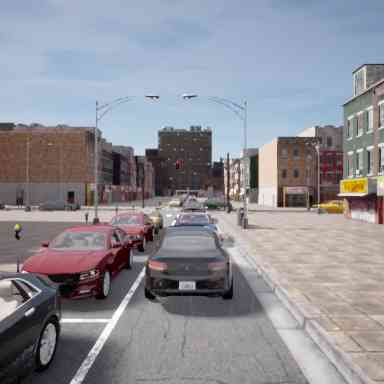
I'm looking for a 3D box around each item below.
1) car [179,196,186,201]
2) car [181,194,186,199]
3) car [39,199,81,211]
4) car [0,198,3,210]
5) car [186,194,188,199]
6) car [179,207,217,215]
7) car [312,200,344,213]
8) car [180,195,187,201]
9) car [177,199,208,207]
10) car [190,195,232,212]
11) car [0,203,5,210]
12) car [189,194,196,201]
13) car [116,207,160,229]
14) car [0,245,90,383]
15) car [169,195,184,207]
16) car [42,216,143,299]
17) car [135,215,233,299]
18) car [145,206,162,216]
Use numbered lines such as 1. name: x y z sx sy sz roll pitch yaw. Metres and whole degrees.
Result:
1. car: -2.481 1.757 89.508 1.887 1.381 4.507 0 0 0
2. car: -2.536 1.411 56.843 2.192 1.841 5.009 0 0 0
3. car: -14.474 1.505 36.553 4.181 1.385 1.994 0 0 0
4. car: -25.680 1.430 39.464 5.357 1.411 2.033 0 0 0
5. car: -2.500 1.695 78.449 1.752 1.417 4.829 0 0 0
6. car: 0.121 1.611 15.684 1.895 1.301 4.718 0 0 0
7. car: 16.870 1.746 39.605 5.008 1.535 1.882 1 0 0
8. car: -2.471 1.672 94.952 1.967 1.590 4.097 0 0 0
9. car: 0.156 1.530 25.985 1.837 1.490 4.892 0 0 2
10. car: 2.544 1.444 41.382 4.553 1.767 2.097 1 0 27
11. car: -23.226 1.383 36.525 4.892 1.490 1.837 0 0 0
12. car: 0.159 1.576 91.860 2.097 1.767 4.553 0 0 0
13. car: -2.610 1.553 13.949 1.887 1.381 4.507 0 0 0
14. car: -2.629 1.552 2.960 2.008 1.369 4.403 0 0 0
15. car: -2.546 1.606 51.230 1.752 1.417 4.829 0 0 0
16. car: -2.619 1.548 8.454 1.887 1.381 4.507 0 0 0
17. car: -0.041 1.529 8.320 1.812 1.442 4.674 0 0 1
18. car: -2.601 1.540 19.272 1.752 1.417 4.829 0 0 0
